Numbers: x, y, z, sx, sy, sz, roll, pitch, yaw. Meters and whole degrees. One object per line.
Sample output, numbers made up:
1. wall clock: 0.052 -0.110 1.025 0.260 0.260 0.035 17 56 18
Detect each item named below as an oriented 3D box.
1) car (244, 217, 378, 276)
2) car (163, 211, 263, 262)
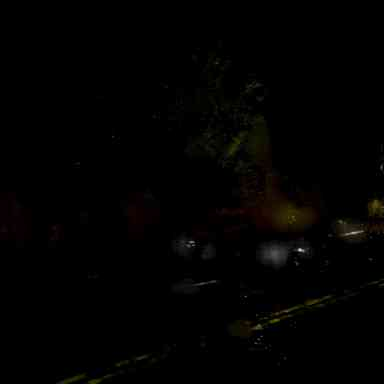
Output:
1. car: 3.948 1.552 10.416 4.181 1.385 1.994 0 0 -35
2. car: 1.222 1.574 12.697 5.008 1.535 1.882 -5 -3 -36
